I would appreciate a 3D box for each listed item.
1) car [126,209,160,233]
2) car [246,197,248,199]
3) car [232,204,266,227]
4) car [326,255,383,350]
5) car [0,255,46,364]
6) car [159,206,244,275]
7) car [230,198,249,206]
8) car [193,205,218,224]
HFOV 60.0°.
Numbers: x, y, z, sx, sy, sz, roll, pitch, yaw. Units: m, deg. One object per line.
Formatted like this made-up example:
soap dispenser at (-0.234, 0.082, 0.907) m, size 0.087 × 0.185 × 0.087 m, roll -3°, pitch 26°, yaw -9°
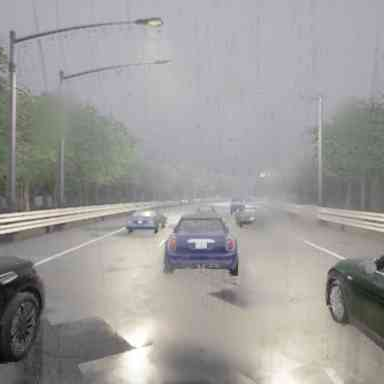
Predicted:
car at (-2.793, 1.783, 21.304) m, size 2.033 × 1.411 × 5.357 m, roll 0°, pitch -1°, yaw 3°
car at (11.992, 2.494, 81.370) m, size 1.895 × 1.301 × 4.718 m, roll 0°, pitch -1°, yaw 12°
car at (4.349, 1.854, 25.138) m, size 1.994 × 1.385 × 4.181 m, roll 0°, pitch -1°, yaw 4°
car at (3.546, 1.408, 4.429) m, size 2.097 × 1.767 × 4.553 m, roll 0°, pitch -1°, yaw 1°
car at (-3.364, 1.249, 2.825) m, size 2.150 × 2.045 × 5.566 m, roll 0°, pitch -1°, yaw 0°
car at (0.306, 1.478, 11.065) m, size 2.097 × 1.767 × 4.553 m, roll 0°, pitch -1°, yaw 2°
car at (5.872, 1.961, 42.685) m, size 1.882 × 1.535 × 5.008 m, roll 0°, pitch -1°, yaw 6°
car at (1.234, 1.893, 29.093) m, size 1.994 × 1.385 × 4.181 m, roll 0°, pitch -1°, yaw 4°
